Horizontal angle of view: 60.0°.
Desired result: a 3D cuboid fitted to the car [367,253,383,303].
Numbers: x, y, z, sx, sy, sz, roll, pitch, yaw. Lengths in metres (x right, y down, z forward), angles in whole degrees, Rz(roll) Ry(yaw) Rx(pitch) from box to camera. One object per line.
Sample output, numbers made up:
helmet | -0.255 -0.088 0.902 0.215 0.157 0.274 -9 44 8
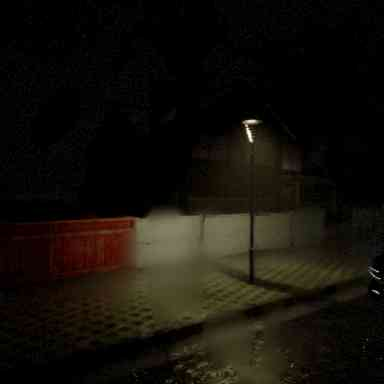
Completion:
car | 5.718 1.499 7.154 5.008 1.535 1.882 0 0 -36
